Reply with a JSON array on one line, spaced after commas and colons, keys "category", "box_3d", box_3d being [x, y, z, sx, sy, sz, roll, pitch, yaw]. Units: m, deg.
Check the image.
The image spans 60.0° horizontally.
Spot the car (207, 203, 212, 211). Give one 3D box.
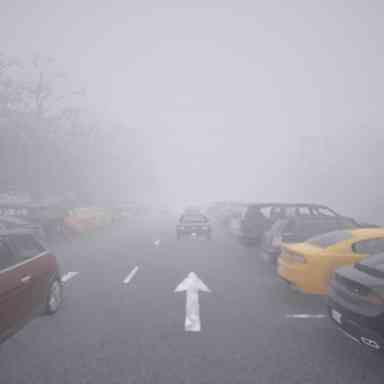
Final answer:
[{"category": "car", "box_3d": [4.494, 2.299, 38.181, 4.792, 1.488, 2.163, 0, -2, 0]}]

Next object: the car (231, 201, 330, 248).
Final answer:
[{"category": "car", "box_3d": [4.564, 1.456, 13.202, 5.566, 2.045, 2.435, 0, -1, 0]}]

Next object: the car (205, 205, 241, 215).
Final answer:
[{"category": "car", "box_3d": [4.523, 2.668, 49.253, 5.008, 1.535, 2.097, 0, -2, 0]}]

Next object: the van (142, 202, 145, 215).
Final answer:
[{"category": "van", "box_3d": [-8.441, 2.114, 40.951, 4.442, 1.987, 1.878, 0, -2, 0]}]

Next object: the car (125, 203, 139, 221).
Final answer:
[{"category": "car", "box_3d": [-8.369, 2.138, 32.789, 5.366, 1.575, 1.946, 0, -1, 0]}]

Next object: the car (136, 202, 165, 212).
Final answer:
[{"category": "car", "box_3d": [-8.543, 3.162, 68.767, 5.566, 2.045, 2.435, 0, -2, 0]}]

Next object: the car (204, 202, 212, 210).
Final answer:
[{"category": "car", "box_3d": [4.494, 2.096, 40.940, 5.566, 2.045, 2.435, 0, -2, 0]}]

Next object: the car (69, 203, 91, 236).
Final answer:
[{"category": "car", "box_3d": [-8.516, 1.704, 18.942, 4.553, 1.767, 2.185, 0, -1, 0]}]

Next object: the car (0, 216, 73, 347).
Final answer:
[{"category": "car", "box_3d": [-3.601, 1.410, 4.676, 2.097, 1.767, 4.553, 0, -1, 0]}]

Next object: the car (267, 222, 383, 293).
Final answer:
[{"category": "car", "box_3d": [4.531, 1.593, 7.649, 5.008, 1.535, 2.097, 0, -1, 0]}]

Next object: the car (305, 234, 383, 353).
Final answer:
[{"category": "car", "box_3d": [4.533, 1.547, 4.877, 4.892, 1.521, 2.231, 0, -1, 0]}]

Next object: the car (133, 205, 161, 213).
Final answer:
[{"category": "car", "box_3d": [-8.563, 3.200, 63.220, 5.008, 1.535, 2.097, 0, -2, 0]}]

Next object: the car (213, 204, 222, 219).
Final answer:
[{"category": "car", "box_3d": [4.557, 2.112, 29.847, 4.792, 1.488, 2.163, 0, -1, 0]}]

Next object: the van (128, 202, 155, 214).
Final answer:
[{"category": "van", "box_3d": [-8.683, 2.755, 57.567, 4.442, 1.987, 1.878, 0, -2, 0]}]

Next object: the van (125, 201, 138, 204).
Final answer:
[{"category": "van", "box_3d": [-8.438, 1.978, 35.561, 4.442, 1.987, 1.878, 0, -1, 0]}]

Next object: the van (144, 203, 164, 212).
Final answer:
[{"category": "van", "box_3d": [-8.457, 3.401, 74.302, 4.442, 1.987, 1.878, 0, -2, 0]}]

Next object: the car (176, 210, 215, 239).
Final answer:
[{"category": "car", "box_3d": [0.092, 1.971, 19.636, 1.895, 1.301, 4.718, 0, -1, 0]}]

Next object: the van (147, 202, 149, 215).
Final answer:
[{"category": "van", "box_3d": [-8.677, 2.328, 46.495, 4.442, 1.987, 1.878, 0, -2, 0]}]

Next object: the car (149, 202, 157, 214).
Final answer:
[{"category": "car", "box_3d": [-8.558, 2.772, 52.147, 5.008, 1.535, 2.097, 0, -2, 0]}]

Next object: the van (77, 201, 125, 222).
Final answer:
[{"category": "van", "box_3d": [-8.670, 1.853, 30.023, 4.442, 1.987, 1.878, 0, -1, 0]}]

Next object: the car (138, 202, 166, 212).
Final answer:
[{"category": "car", "box_3d": [-8.544, 3.269, 71.535, 5.566, 2.045, 2.435, 0, -2, 0]}]

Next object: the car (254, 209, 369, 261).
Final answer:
[{"category": "car", "box_3d": [4.505, 1.522, 10.428, 4.553, 1.767, 2.185, 0, -1, 0]}]

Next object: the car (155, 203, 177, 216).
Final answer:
[{"category": "car", "box_3d": [-3.604, 2.635, 46.762, 2.033, 1.411, 5.357, 0, -2, 0]}]

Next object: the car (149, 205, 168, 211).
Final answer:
[{"category": "car", "box_3d": [-8.609, 4.093, 85.361, 4.792, 1.488, 2.163, 0, -2, 0]}]

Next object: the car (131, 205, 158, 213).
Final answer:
[{"category": "car", "box_3d": [-8.570, 3.128, 60.326, 4.674, 1.452, 2.002, 0, -2, 0]}]

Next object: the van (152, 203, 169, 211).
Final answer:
[{"category": "van", "box_3d": [-8.699, 4.076, 90.778, 4.442, 1.987, 1.878, 0, -3, 0]}]

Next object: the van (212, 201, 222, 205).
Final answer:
[{"category": "van", "box_3d": [4.641, 1.982, 35.405, 4.442, 1.987, 1.878, 0, -1, 0]}]

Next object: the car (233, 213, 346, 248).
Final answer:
[{"category": "car", "box_3d": [4.504, 1.800, 15.971, 4.792, 1.488, 2.163, 0, -1, 0]}]

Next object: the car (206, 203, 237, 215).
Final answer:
[{"category": "car", "box_3d": [4.548, 2.650, 52.032, 4.553, 1.767, 2.185, 0, -2, 0]}]

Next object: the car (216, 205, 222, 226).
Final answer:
[{"category": "car", "box_3d": [4.524, 1.957, 24.298, 5.008, 1.535, 2.097, 0, -1, 0]}]

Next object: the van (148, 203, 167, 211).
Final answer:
[{"category": "van", "box_3d": [-8.470, 3.725, 82.622, 4.442, 1.987, 1.878, 0, -2, 0]}]

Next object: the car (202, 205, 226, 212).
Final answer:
[{"category": "car", "box_3d": [4.538, 3.447, 68.671, 4.792, 1.488, 2.163, 0, -2, 0]}]

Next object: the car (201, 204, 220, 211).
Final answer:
[{"category": "car", "box_3d": [4.470, 3.830, 82.545, 4.553, 1.767, 2.185, 0, -2, 0]}]

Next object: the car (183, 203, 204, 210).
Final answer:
[{"category": "car", "box_3d": [0.083, 2.265, 36.985, 1.837, 1.490, 4.892, 0, -1, 0]}]

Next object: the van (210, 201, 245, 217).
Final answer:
[{"category": "van", "box_3d": [4.637, 2.228, 43.714, 4.442, 1.987, 1.878, 0, -2, 0]}]

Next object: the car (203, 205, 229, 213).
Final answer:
[{"category": "car", "box_3d": [4.505, 3.204, 63.124, 4.892, 1.521, 2.231, 0, -2, 0]}]

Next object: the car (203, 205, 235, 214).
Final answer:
[{"category": "car", "box_3d": [4.699, 2.986, 57.576, 5.366, 1.575, 1.946, 0, -2, 0]}]

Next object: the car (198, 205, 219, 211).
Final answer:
[{"category": "car", "box_3d": [4.314, 4.185, 88.082, 5.366, 1.575, 1.946, 0, -3, 0]}]

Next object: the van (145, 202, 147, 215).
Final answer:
[{"category": "van", "box_3d": [-8.676, 2.226, 43.852, 4.442, 1.987, 1.878, 0, -2, 0]}]

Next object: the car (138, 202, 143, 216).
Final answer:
[{"category": "car", "box_3d": [-8.562, 2.265, 38.325, 5.008, 1.535, 2.097, 0, -1, 0]}]

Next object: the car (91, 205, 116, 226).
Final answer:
[{"category": "car", "box_3d": [-8.545, 1.954, 24.479, 5.008, 1.535, 2.097, 0, -1, 0]}]

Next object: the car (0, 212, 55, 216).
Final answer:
[{"category": "car", "box_3d": [-8.538, 1.706, 13.400, 4.892, 1.521, 2.231, 0, -1, 0]}]

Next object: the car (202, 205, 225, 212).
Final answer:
[{"category": "car", "box_3d": [4.536, 3.554, 71.445, 4.792, 1.488, 2.163, 0, -2, 0]}]

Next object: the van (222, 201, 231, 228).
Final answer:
[{"category": "van", "box_3d": [4.415, 1.669, 21.527, 4.442, 1.987, 1.878, 0, -1, 0]}]

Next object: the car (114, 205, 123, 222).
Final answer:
[{"category": "car", "box_3d": [-8.545, 2.017, 27.248, 4.892, 1.521, 2.231, 0, -1, 0]}]

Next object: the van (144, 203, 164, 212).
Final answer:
[{"category": "van", "box_3d": [-8.692, 3.508, 77.070, 4.442, 1.987, 1.878, 0, -2, 0]}]

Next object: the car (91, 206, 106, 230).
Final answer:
[{"category": "car", "box_3d": [-8.544, 1.889, 21.584, 5.008, 1.535, 2.097, 0, -1, 0]}]

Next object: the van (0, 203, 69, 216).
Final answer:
[{"category": "van", "box_3d": [-8.663, 1.541, 16.175, 4.442, 1.987, 1.878, 0, -1, 0]}]

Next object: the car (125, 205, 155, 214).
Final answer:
[{"category": "car", "box_3d": [-8.563, 2.919, 54.915, 4.674, 1.452, 2.002, 0, -2, 0]}]

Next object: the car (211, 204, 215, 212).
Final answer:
[{"category": "car", "box_3d": [4.523, 2.185, 32.624, 4.674, 1.452, 2.002, 0, -1, 0]}]

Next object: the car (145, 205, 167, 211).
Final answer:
[{"category": "car", "box_3d": [-8.582, 3.841, 79.829, 5.008, 1.535, 2.097, 0, -2, 0]}]

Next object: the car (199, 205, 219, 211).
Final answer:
[{"category": "car", "box_3d": [4.683, 4.304, 90.732, 5.366, 1.575, 1.946, 0, -3, 0]}]

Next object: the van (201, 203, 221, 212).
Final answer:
[{"category": "van", "box_3d": [4.388, 3.513, 77.003, 4.442, 1.987, 1.878, 0, -2, 0]}]
